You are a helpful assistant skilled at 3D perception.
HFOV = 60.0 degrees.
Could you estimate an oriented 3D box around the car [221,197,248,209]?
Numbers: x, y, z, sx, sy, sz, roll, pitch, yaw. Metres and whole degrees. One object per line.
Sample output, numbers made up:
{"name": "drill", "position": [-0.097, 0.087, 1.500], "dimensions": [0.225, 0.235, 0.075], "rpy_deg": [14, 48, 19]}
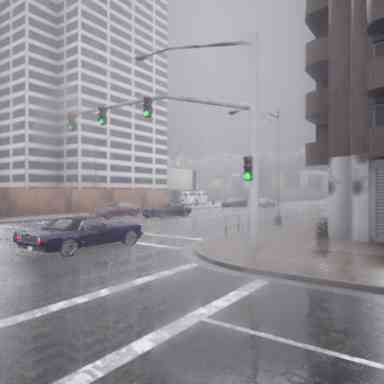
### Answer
{"name": "car", "position": [5.806, 1.462, 45.303], "dimensions": [1.882, 1.535, 5.008], "rpy_deg": [0, 0, 36]}

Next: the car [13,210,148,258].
{"name": "car", "position": [-4.111, 1.594, 12.915], "dimensions": [1.895, 1.301, 4.718], "rpy_deg": [0, 0, 35]}

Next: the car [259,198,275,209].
{"name": "car", "position": [9.672, 1.513, 44.688], "dimensions": [1.812, 1.442, 4.674], "rpy_deg": [0, 0, 35]}

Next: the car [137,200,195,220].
{"name": "car", "position": [-2.090, 1.587, 28.122], "dimensions": [1.895, 1.301, 4.718], "rpy_deg": [0, 0, 35]}

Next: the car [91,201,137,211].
{"name": "car", "position": [-6.402, 1.511, 28.041], "dimensions": [1.812, 1.442, 4.674], "rpy_deg": [0, 0, 34]}
